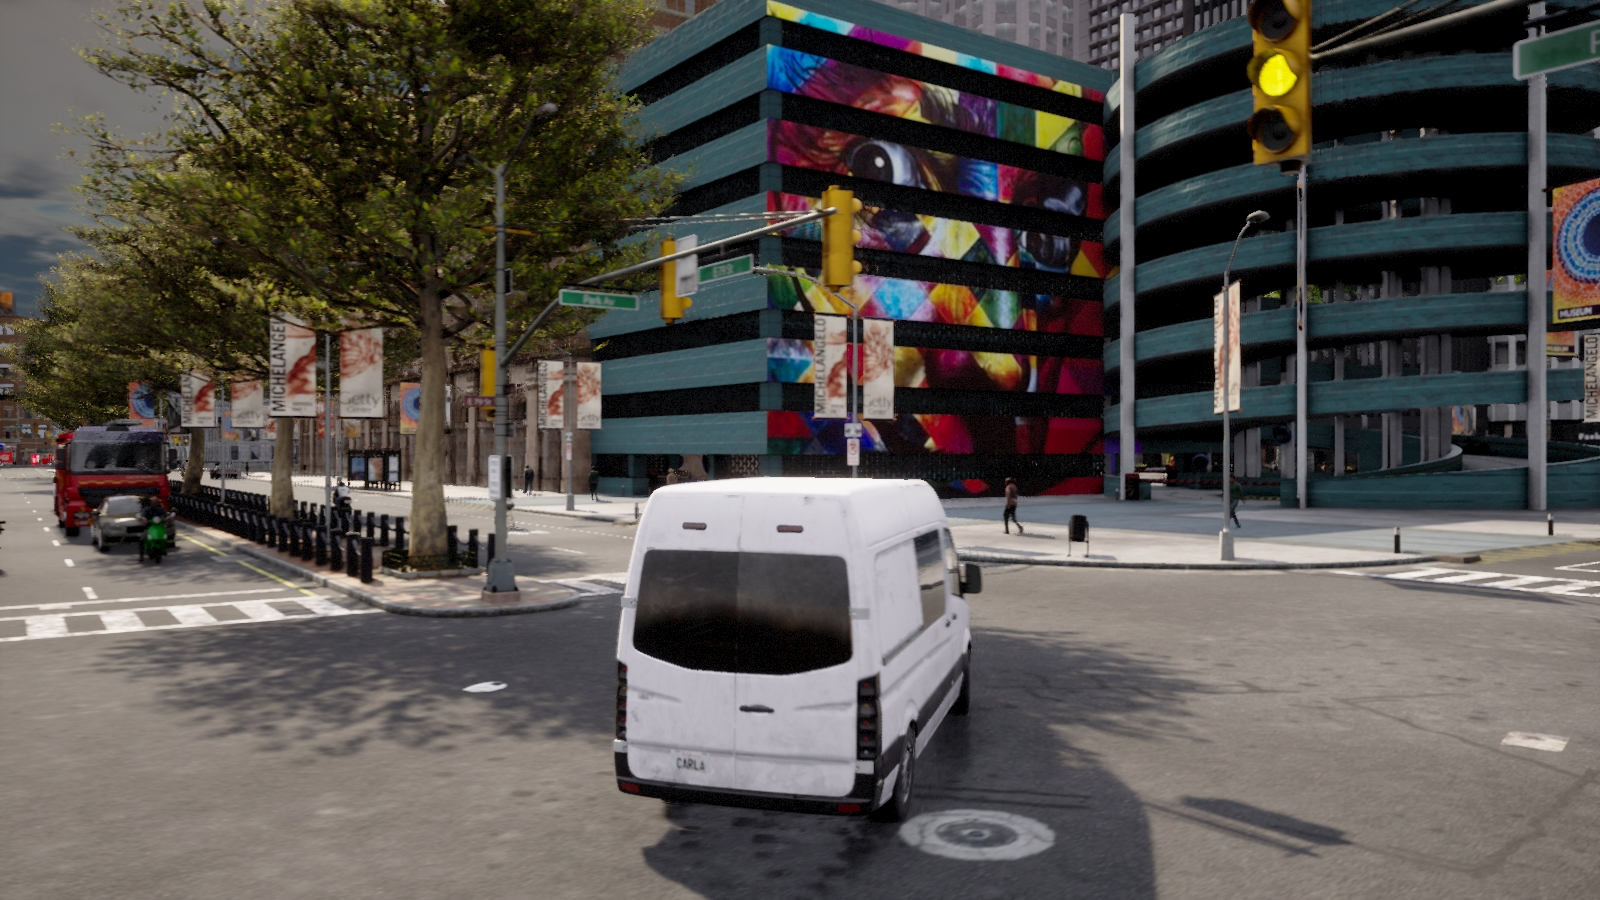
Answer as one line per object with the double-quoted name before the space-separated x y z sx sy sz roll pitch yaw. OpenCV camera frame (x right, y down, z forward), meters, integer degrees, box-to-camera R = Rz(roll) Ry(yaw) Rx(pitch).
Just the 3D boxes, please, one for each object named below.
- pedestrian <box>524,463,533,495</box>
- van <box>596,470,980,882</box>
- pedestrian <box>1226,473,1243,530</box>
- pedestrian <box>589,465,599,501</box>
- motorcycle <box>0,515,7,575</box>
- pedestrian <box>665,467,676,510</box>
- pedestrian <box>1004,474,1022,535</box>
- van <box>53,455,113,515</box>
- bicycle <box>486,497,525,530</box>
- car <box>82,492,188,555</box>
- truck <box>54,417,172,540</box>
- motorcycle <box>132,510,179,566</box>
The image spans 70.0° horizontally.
"pedestrian" -15.930 1.685 67.055 0.375 1.860 0.375 0 0 -35
"van" 0.323 1.531 10.591 1.988 2.561 5.915 1 0 15
"pedestrian" 14.248 1.682 37.467 0.375 1.860 0.375 0 0 -33
"pedestrian" -10.547 1.685 58.457 0.375 1.860 0.375 0 0 -32
"motorcycle" -18.940 2.205 26.507 0.867 1.251 2.209 0 0 -35
"pedestrian" -5.657 1.687 49.976 0.375 1.860 0.375 0 0 -31
"pedestrian" 6.571 1.688 35.249 0.375 1.860 0.375 0 0 -44
"van" -32.784 1.532 52.149 1.988 2.561 5.915 0 0 -35
"bicycle" -10.419 2.250 40.462 0.859 1.080 1.487 0 0 -35
"car" -19.345 2.059 33.132 2.231 1.480 4.892 0 0 -35
"truck" -24.085 0.889 39.828 2.891 3.827 8.468 0 0 -35
"motorcycle" -16.138 2.180 28.581 0.856 1.236 1.805 0 0 -35
